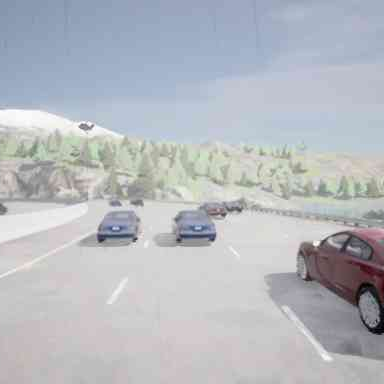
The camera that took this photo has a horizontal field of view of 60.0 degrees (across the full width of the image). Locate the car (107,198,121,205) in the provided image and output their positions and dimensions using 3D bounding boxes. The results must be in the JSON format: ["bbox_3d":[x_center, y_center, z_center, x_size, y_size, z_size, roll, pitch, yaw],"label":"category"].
[{"bbox_3d":[-14.238,1.871,60.998,1.812,1.442,4.674,0,0,-23],"label":"car"}]

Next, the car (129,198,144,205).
[{"bbox_3d":[-10.112,1.808,60.366,1.837,1.490,4.892,1,-1,-22],"label":"car"}]

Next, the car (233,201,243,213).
[{"bbox_3d":[4.054,1.686,37.381,1.895,1.301,4.718,0,0,-13],"label":"car"}]

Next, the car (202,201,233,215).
[{"bbox_3d":[1.750,1.634,30.932,2.033,1.411,5.357,0,0,-11],"label":"car"}]

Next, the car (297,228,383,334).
[{"bbox_3d":[3.725,1.464,6.769,1.882,1.535,5.008,0,0,-2],"label":"car"}]

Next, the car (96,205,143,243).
[{"bbox_3d":[-3.579,1.640,16.876,2.033,1.411,5.357,0,0,-6],"label":"car"}]

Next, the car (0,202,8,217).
[{"bbox_3d":[-15.426,1.454,24.940,1.837,1.490,4.892,-1,0,-8],"label":"car"}]

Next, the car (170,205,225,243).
[{"bbox_3d":[-0.024,1.604,16.639,2.033,1.411,5.357,0,0,-6],"label":"car"}]
